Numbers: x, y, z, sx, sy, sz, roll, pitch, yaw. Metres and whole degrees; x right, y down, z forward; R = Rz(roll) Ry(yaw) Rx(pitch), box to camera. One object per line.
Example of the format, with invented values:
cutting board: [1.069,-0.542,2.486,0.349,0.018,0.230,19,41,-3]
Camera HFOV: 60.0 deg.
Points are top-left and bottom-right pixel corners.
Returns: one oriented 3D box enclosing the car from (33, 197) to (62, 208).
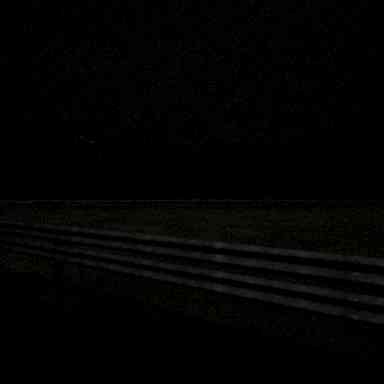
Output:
car: [-22.449,1.576,52.034,4.553,1.767,2.097,0,0,8]
